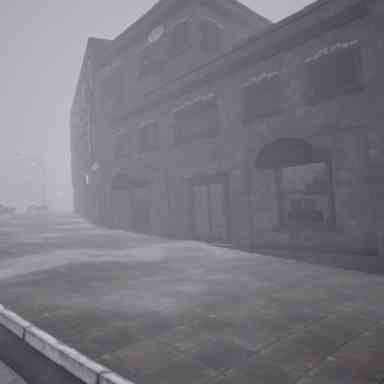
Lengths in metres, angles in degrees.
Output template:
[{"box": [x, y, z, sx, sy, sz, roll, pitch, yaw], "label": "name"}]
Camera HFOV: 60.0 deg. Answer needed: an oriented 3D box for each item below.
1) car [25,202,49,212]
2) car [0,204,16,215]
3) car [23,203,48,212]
[{"box": [-23.976, 2.274, 51.747, 1.812, 1.442, 4.674, -3, -1, -2], "label": "car"}, {"box": [-23.205, 2.148, 40.317, 1.895, 1.301, 4.718, -3, -1, -4], "label": "car"}, {"box": [-27.772, 2.675, 59.347, 2.033, 1.411, 5.357, -3, -1, -2], "label": "car"}]
